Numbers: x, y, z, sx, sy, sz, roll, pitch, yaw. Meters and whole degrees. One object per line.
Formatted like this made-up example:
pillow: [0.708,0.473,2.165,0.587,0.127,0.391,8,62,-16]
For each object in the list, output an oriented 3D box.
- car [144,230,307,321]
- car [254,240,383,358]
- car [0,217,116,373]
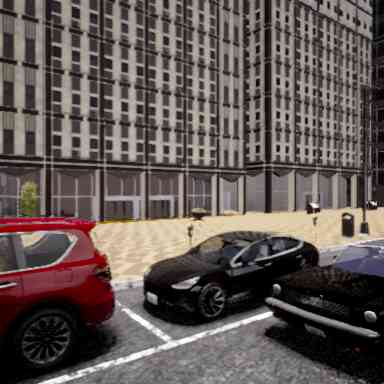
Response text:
car: [1.057,1.565,7.316,4.313,1.339,1.947,0,0,-35]
car: [3.488,1.600,5.864,4.718,1.301,1.895,0,0,-35]
car: [-3.440,1.315,4.109,5.009,1.841,2.192,0,0,-36]
